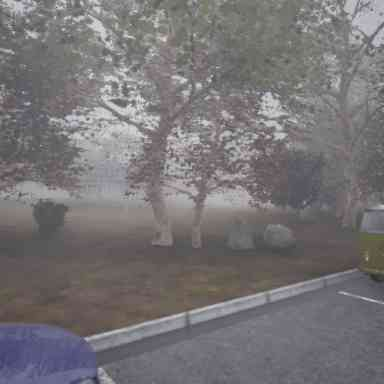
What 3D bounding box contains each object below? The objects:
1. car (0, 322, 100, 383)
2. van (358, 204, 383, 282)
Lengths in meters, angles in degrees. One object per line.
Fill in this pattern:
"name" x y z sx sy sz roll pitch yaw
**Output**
"car" -2.916 1.520 1.977 4.674 1.452 2.002 0 0 -33
"van" 6.254 1.249 8.512 4.442 1.987 1.878 0 0 -33
